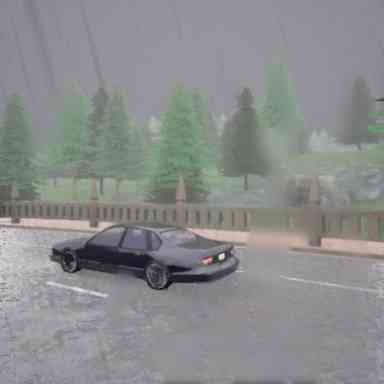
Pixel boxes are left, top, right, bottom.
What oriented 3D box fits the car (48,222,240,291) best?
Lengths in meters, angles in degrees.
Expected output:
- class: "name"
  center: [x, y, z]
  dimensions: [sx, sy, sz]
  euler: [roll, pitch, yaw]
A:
- class: "car"
  center: [-1.462, 1.523, 8.906]
  dimensions: [5.357, 1.411, 2.033]
  euler: [0, 0, 32]
